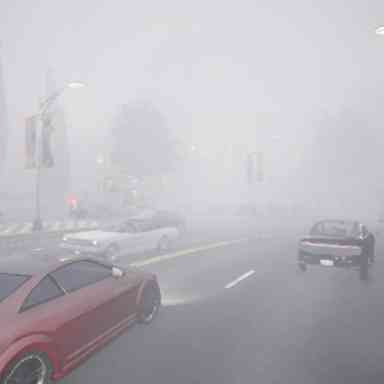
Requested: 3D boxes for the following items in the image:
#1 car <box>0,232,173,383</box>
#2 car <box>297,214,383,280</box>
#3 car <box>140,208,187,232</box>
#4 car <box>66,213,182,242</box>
[{"bbox_3d":[-2.068,1.590,4.950,1.994,1.385,4.181,0,-1,20],"label":"car"},{"bbox_3d":[4.787,1.656,10.731,2.128,1.511,4.902,0,-1,32],"label":"car"},{"bbox_3d":[-2.175,1.694,19.259,1.812,1.442,4.674,0,-1,39],"label":"car"},{"bbox_3d":[-2.569,1.698,12.655,1.895,1.301,4.718,0,-1,31],"label":"car"}]
